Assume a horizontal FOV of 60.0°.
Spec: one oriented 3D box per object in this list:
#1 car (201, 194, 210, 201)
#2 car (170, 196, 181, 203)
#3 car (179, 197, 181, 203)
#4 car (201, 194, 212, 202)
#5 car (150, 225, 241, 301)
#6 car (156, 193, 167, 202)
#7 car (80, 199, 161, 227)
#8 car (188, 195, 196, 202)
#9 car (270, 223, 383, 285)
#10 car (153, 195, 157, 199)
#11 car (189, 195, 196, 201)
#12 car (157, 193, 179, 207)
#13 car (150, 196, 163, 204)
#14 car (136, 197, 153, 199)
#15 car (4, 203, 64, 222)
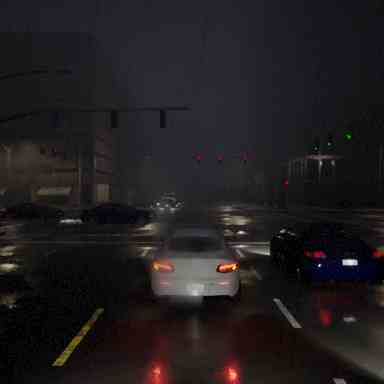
[{"bbox_3d":[3.552,1.316,86.961,2.097,1.767,4.553,0,0,0],"label":"car"},{"bbox_3d":[-3.458,1.553,70.428,1.994,1.385,4.181,0,0,0],"label":"car"},{"bbox_3d":[-3.534,1.478,60.591,1.882,1.535,5.008,0,0,0],"label":"car"},{"bbox_3d":[3.547,1.546,78.436,1.994,1.385,4.181,0,0,0],"label":"car"},{"bbox_3d":[0.075,1.526,8.171,1.812,1.442,4.674,0,0,0],"label":"car"},{"bbox_3d":[-6.954,1.225,76.516,2.150,2.045,5.566,0,0,0],"label":"car"},{"bbox_3d":[-4.822,1.460,22.161,5.008,1.535,1.882,0,0,0],"label":"car"},{"bbox_3d":[0.047,1.518,77.881,2.128,1.511,4.902,0,0,0],"label":"car"},{"bbox_3d":[3.584,1.564,9.538,1.994,1.385,4.181,0,0,0],"label":"car"},{"bbox_3d":[-7.053,1.547,55.869,2.033,1.411,5.357,0,0,0],"label":"car"},{"bbox_3d":[0.052,1.493,87.208,1.812,1.442,4.674,0,0,0],"label":"car"},{"bbox_3d":[-3.557,1.222,50.588,2.150,2.045,5.566,0,0,0],"label":"car"},{"bbox_3d":[-6.995,1.564,65.825,1.994,1.385,4.181,0,0,1],"label":"car"},{"bbox_3d":[-7.095,1.478,46.105,1.882,1.535,5.008,0,0,1],"label":"car"},{"bbox_3d":[-12.178,1.516,25.750,4.181,1.385,1.994,0,0,1],"label":"car"}]
